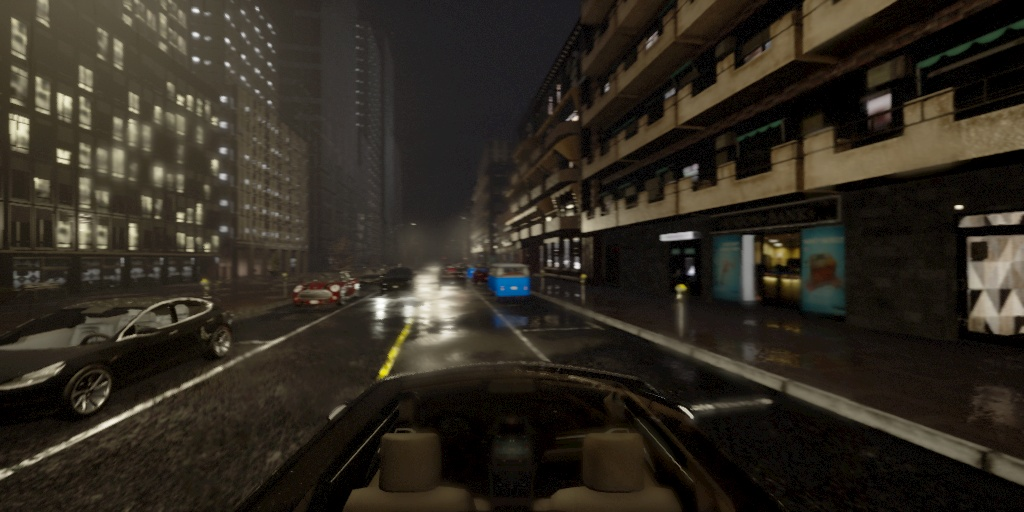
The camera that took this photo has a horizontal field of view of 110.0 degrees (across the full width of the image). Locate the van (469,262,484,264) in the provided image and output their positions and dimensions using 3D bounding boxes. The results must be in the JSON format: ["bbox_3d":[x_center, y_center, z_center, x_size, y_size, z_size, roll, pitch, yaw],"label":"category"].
[{"bbox_3d":[-3.337,1.438,34.497,1.690,1.789,3.998,0,0,-11],"label":"van"}]

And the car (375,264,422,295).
[{"bbox_3d":[-6.926,1.472,22.405,1.882,1.535,5.008,0,-1,-11],"label":"car"}]

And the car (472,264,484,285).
[{"bbox_3d":[-2.307,1.580,29.072,1.888,1.381,4.507,0,0,-11],"label":"car"}]

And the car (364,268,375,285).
[{"bbox_3d":[-10.541,1.618,27.508,2.007,1.370,4.403,0,0,-11],"label":"car"}]

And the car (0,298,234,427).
[{"bbox_3d":[-6.422,1.392,5.807,1.948,1.339,4.313,0,0,-11],"label":"car"}]

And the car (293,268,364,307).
[{"bbox_3d":[-8.482,1.385,16.659,1.967,1.591,4.097,0,0,-11],"label":"car"}]

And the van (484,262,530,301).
[{"bbox_3d":[-0.247,1.254,18.221,1.690,1.789,3.998,0,0,-11],"label":"van"}]

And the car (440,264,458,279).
[{"bbox_3d":[-7.068,1.684,40.120,1.837,1.490,4.892,0,0,-10],"label":"car"}]

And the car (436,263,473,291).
[{"bbox_3d":[-4.124,1.493,24.619,2.128,1.511,4.902,0,-1,-11],"label":"car"}]
